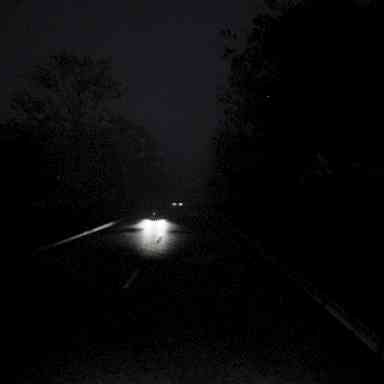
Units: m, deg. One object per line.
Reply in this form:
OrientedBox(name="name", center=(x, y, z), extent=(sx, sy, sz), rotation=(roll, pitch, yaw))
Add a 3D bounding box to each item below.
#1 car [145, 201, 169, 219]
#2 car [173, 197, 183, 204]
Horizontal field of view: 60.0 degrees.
OrientedBox(name="car", center=(-3.251, 1.639, 31.127), extent=(2.128, 1.511, 4.902), rotation=(0, 0, 0))
OrientedBox(name="car", center=(-3.025, 1.815, 71.678), extent=(2.033, 1.411, 5.357), rotation=(0, 0, 0))
